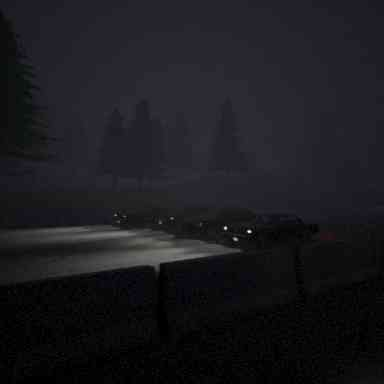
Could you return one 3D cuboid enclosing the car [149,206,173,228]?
[{"bbox_3d":[0.109,1.565,21.259,4.902,1.511,2.128,0,0,-35],"label":"car"}]

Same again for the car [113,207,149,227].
[{"bbox_3d":[-3.039,1.670,23.314,4.718,1.301,1.895,0,0,-35],"label":"car"}]

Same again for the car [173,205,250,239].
[{"bbox_3d":[1.722,1.549,18.111,5.008,1.535,1.882,0,0,-35],"label":"car"}]

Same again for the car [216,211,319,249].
[{"bbox_3d":[3.628,1.671,15.173,4.718,1.301,1.895,0,0,-35],"label":"car"}]
